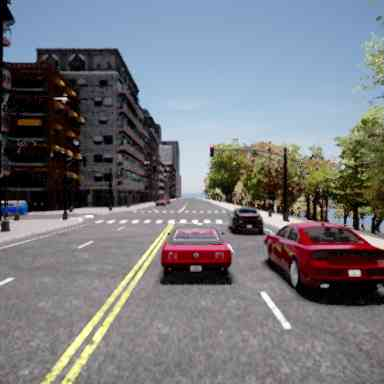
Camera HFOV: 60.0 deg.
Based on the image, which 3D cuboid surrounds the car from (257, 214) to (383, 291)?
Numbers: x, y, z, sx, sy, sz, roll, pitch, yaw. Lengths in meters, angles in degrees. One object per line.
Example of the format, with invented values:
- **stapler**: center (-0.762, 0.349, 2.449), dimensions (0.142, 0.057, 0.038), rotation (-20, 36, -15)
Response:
- **car**: center (3.360, 1.575, 9.355), dimensions (1.882, 1.535, 5.008), rotation (0, -1, 0)

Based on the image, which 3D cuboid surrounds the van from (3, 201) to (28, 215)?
- **van**: center (-22.675, 2.030, 41.503), dimensions (3.998, 1.788, 1.690), rotation (-1, 0, -1)

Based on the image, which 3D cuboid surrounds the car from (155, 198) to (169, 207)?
- **car**: center (-6.409, 2.314, 68.135), dimensions (1.895, 1.301, 4.718), rotation (0, -1, 0)

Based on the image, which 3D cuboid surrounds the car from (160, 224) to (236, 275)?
- **car**: center (0.112, 1.712, 10.836), dimensions (1.895, 1.301, 4.718), rotation (0, -1, 0)

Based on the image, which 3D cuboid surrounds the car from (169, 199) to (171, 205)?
- **car**: center (-6.387, 2.365, 83.725), dimensions (1.882, 1.535, 5.008), rotation (0, -1, 0)

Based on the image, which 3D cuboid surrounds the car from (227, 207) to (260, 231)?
- **car**: center (3.341, 1.723, 21.121), dimensions (1.837, 1.490, 4.892), rotation (0, -1, 2)
